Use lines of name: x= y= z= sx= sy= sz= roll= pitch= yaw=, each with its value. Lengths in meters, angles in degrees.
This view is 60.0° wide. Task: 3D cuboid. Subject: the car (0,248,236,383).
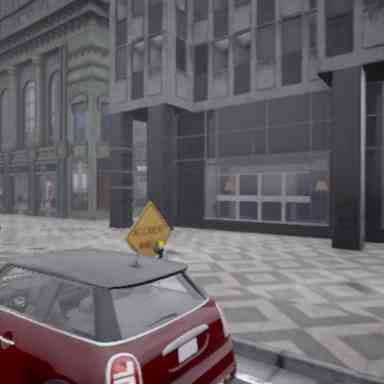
car: x=-1.616 y=1.437 z=4.111 sx=4.097 sy=1.590 sz=1.967 roll=0 pitch=0 yaw=35

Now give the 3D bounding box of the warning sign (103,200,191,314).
warning sign: x=-0.839 y=1.112 z=6.396 sx=1.060 sy=1.860 sz=1.300 roll=0 pitch=0 yaw=35
